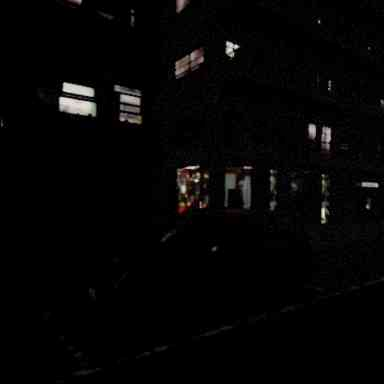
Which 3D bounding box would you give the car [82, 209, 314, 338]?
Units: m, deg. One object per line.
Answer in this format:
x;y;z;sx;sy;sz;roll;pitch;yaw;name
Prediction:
0.438;1.321;6.852;5.009;1.841;2.192;0;1;-35;car
